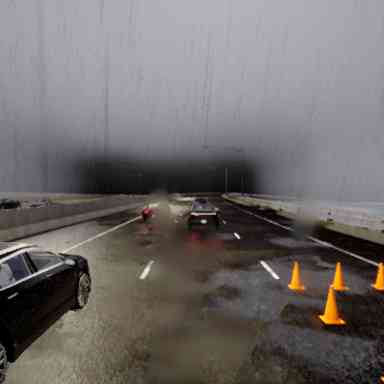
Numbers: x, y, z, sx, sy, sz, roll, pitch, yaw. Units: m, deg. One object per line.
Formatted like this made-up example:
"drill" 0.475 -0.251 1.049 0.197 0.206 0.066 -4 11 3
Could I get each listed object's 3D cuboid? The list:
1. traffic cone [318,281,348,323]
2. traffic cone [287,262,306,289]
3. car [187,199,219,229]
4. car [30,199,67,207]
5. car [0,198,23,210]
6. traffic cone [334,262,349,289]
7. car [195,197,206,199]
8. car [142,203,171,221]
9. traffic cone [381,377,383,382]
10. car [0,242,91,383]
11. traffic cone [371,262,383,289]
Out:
"traffic cone" 2.448 1.952 5.842 0.340 0.580 0.340 0 0 0
"traffic cone" 2.458 1.948 7.842 0.340 0.580 0.340 0 0 0
"car" 0.700 1.455 21.137 2.128 1.511 4.902 0 0 1
"car" -13.342 1.502 32.103 1.895 1.301 4.718 0 0 1
"car" -20.271 1.365 35.945 2.128 1.511 4.902 0 0 1
"traffic cone" 3.458 1.951 7.837 0.340 0.580 0.340 0 0 0
"car" 0.997 1.429 39.819 1.837 1.490 4.892 0 0 1
"car" -2.727 1.543 26.722 1.895 1.301 4.718 0 0 1
"traffic cone" 2.439 1.956 3.842 0.340 0.580 0.340 0 0 0
"car" -2.958 1.474 4.825 2.128 1.511 4.902 0 0 0
"traffic cone" 4.458 1.954 7.832 0.340 0.580 0.340 0 0 0
